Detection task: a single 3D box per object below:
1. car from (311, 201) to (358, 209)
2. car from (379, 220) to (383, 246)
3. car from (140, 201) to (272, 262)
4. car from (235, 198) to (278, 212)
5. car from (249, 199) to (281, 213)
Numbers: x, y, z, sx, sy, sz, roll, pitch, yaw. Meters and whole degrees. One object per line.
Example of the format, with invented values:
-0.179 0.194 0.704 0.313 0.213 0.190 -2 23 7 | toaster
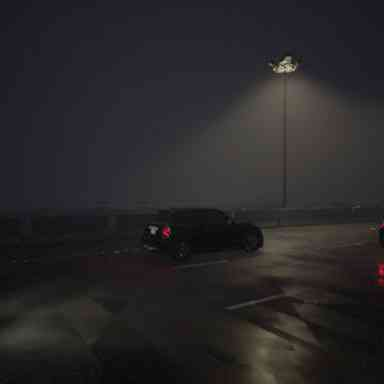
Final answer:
13.448 1.604 31.553 5.357 1.411 2.033 0 0 -25 | car
9.918 1.390 13.804 4.553 1.767 2.097 0 0 -29 | car
0.482 1.357 12.296 4.553 1.767 2.097 0 0 -33 | car
7.855 1.533 40.474 4.902 1.511 2.128 0 0 -25 | car
6.023 1.632 31.811 4.718 1.301 1.895 0 0 -27 | car
